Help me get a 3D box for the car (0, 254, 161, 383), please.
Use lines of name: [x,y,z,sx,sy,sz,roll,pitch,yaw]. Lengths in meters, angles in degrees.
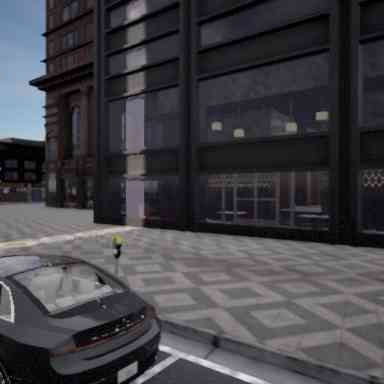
car: [-2.414,1.548,4.571,4.403,1.369,2.008,0,0,36]
